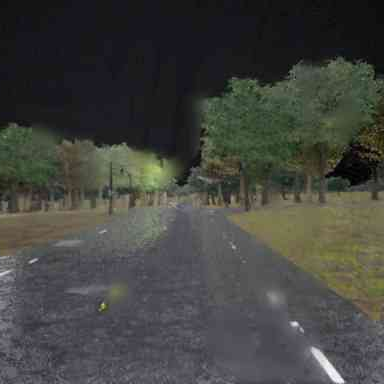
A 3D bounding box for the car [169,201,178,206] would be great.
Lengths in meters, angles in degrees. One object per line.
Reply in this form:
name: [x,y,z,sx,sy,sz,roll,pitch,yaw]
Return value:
car: [-4.339,2.756,78.793,1.895,1.301,4.718,0,-1,-1]
